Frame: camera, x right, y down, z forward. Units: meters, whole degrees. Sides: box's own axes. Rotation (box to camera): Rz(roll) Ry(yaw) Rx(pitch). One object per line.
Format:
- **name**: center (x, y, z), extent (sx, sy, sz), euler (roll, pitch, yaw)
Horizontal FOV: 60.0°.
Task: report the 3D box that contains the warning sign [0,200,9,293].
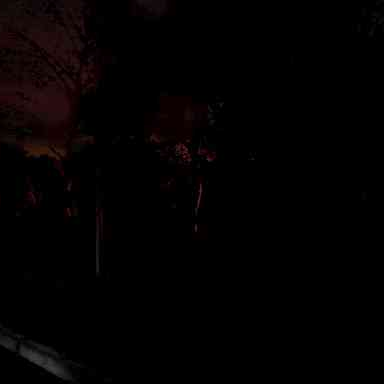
- **warning sign**: center (-4.546, 1.101, 6.547), extent (1.060, 1.860, 1.300), euler (0, 0, 35)
